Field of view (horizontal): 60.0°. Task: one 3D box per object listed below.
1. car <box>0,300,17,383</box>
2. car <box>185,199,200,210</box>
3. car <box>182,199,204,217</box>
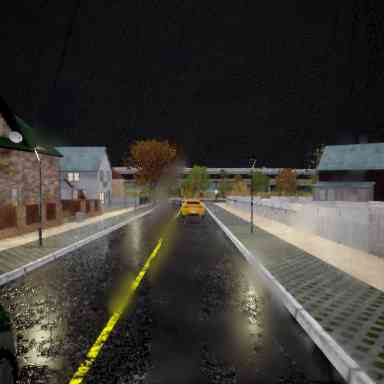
[{"bbox_3d":[-2.851,1.350,1.518,2.097,1.767,4.553,0,0,0],"label":"car"},{"bbox_3d":[0.095,1.601,42.921,1.895,1.301,4.718,0,0,1],"label":"car"},{"bbox_3d":[0.099,1.470,30.893,1.882,1.535,5.008,0,0,0],"label":"car"}]
